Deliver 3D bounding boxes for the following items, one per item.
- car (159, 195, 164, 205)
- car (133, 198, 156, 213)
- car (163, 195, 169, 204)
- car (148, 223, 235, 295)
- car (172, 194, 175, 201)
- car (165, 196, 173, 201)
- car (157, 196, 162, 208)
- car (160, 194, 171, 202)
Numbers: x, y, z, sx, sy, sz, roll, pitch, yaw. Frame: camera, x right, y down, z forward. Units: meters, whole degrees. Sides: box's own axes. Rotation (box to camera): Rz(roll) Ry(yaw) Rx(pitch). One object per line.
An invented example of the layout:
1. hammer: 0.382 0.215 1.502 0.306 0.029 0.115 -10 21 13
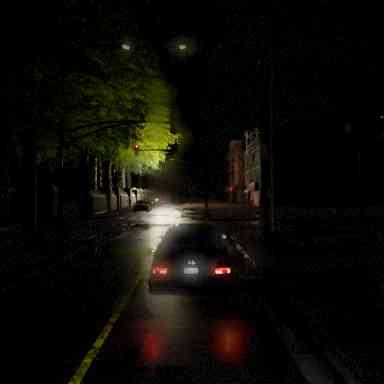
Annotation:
1. car: -5.726 1.621 50.582 1.947 1.339 4.313 1 0 -1
2. car: -5.617 1.583 37.997 2.008 1.369 4.403 1 0 -1
3. car: -5.845 1.667 61.482 1.802 1.307 4.206 1 0 -1
4. car: -0.004 1.551 8.852 2.033 1.411 5.357 0 0 0
5. car: -6.079 1.615 83.281 1.967 1.590 4.097 1 0 -1
6. car: -6.139 1.728 88.562 1.752 1.417 4.829 1 0 -1
7. car: -5.667 1.595 45.132 2.008 1.369 4.403 1 0 -1
8. car: -5.899 1.419 66.932 2.192 1.841 5.009 1 0 -1
